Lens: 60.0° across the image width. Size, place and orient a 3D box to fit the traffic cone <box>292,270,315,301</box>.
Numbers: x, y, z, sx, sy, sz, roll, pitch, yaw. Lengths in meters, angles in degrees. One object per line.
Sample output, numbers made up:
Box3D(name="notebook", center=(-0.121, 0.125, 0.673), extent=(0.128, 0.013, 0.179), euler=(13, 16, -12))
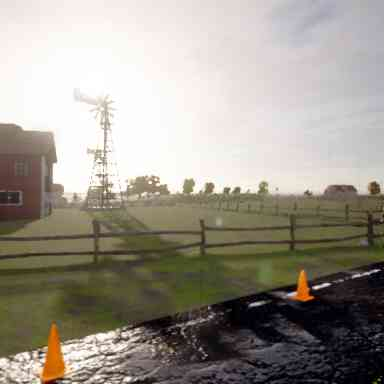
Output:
Box3D(name="traffic cone", center=(2.356, 1.945, 7.054), extent=(0.340, 0.580, 0.340), euler=(0, 0, -35))

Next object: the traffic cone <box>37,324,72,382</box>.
Box3D(name="traffic cone", center=(-1.715, 1.954, 4.151), extent=(0.340, 0.580, 0.340), euler=(0, 0, -35))
